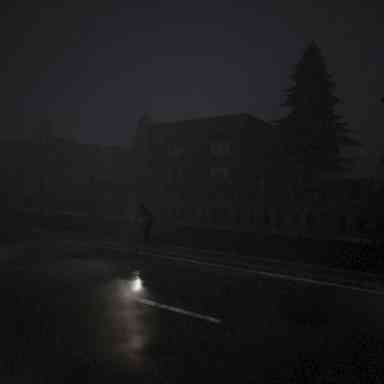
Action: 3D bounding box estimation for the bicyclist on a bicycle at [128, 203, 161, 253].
[{"bbox_3d":[-1.616,1.195,11.445,0.582,1.620,1.656,2,5,34],"label":"bicyclist on a bicycle"}]
